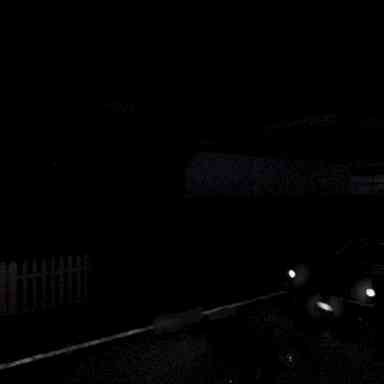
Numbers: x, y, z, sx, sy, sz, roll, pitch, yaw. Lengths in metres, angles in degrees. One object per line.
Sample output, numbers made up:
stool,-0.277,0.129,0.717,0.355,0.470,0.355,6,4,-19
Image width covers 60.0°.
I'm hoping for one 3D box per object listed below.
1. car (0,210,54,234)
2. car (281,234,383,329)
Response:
car,-9.775,1.491,17.456,4.611,1.667,2.242,0,0,-36
car,4.025,1.613,6.877,4.718,1.301,1.895,0,0,-36
